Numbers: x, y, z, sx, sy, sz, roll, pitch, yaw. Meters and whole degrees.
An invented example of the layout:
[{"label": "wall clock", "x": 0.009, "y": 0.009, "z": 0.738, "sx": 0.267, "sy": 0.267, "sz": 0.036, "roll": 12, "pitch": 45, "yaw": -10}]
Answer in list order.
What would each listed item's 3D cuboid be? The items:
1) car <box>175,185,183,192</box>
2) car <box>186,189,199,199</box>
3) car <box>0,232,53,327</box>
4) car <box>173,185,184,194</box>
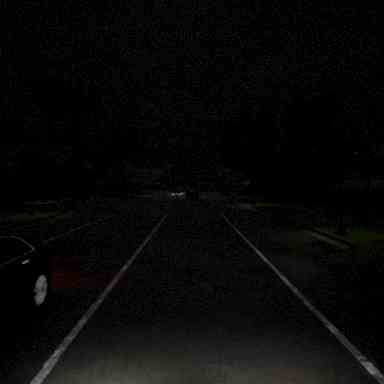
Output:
[{"label": "car", "x": -3.562, "y": -1.044, "z": 93.850, "sx": 2.150, "sy": 2.045, "sz": 5.566, "roll": 0, "pitch": 1, "yaw": 0}, {"label": "car", "x": 0.069, "y": 0.271, "z": 51.215, "sx": 1.882, "sy": 1.535, "sz": 5.008, "roll": 0, "pitch": 1, "yaw": 0}, {"label": "car", "x": -3.591, "y": 1.394, "z": 4.547, "sx": 1.837, "sy": 1.490, "sz": 4.892, "roll": 0, "pitch": 1, "yaw": 0}, {"label": "car", "x": -3.552, "y": -0.370, "z": 78.388, "sx": 1.882, "sy": 1.535, "sz": 5.008, "roll": 0, "pitch": 1, "yaw": 0}]
